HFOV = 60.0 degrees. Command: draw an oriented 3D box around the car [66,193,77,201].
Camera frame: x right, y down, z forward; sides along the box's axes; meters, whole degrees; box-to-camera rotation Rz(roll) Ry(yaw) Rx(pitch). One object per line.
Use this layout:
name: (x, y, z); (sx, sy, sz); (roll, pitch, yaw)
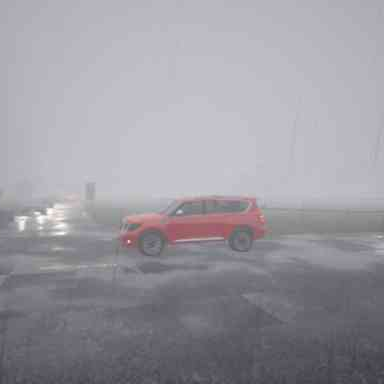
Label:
car: (-24.597, 0.961, 67.754); (2.097, 1.767, 4.553); (1, 0, -20)

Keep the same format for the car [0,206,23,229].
car: (-11.396, 1.351, 17.189); (2.033, 1.411, 5.357); (1, 0, 3)

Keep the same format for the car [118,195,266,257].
car: (0.061, 1.168, 12.591); (5.566, 2.045, 2.150); (0, 1, -16)

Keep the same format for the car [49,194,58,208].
car: (-18.341, 1.295, 41.781); (1.895, 1.301, 4.718); (1, 0, -19)

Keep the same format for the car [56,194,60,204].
car: (-23.188, 1.126, 55.569); (1.837, 1.490, 4.892); (1, 0, -19)

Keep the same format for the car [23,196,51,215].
car: (-14.344, 1.284, 30.469); (1.812, 1.442, 4.674); (1, 0, -20)
